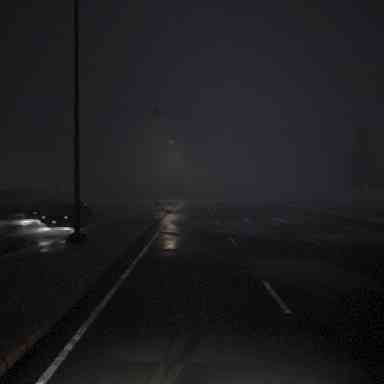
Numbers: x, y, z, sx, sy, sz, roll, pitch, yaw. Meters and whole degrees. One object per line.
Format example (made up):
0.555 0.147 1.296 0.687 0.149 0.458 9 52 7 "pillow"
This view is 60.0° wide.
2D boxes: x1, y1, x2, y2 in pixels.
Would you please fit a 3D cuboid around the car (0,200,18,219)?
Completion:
-15.022 1.366 26.818 1.895 1.301 4.718 0 0 1 "car"

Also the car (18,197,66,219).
-11.526 1.334 26.454 1.994 1.385 4.181 0 0 1 "car"

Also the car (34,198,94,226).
-8.057 1.355 22.097 2.033 1.411 5.357 0 0 0 "car"
